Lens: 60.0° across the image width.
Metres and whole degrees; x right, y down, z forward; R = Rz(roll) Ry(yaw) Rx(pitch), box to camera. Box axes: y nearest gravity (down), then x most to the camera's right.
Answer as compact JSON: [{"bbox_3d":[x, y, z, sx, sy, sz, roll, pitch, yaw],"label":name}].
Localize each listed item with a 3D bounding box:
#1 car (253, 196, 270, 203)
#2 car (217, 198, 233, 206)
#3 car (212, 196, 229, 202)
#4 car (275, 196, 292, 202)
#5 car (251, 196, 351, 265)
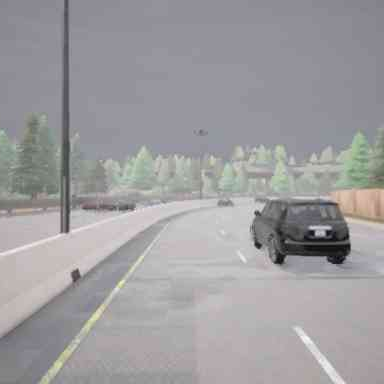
[{"bbox_3d":[15.313,1.612,73.056,1.837,1.490,4.892,0,0,33],"label":"car"},{"bbox_3d":[5.698,1.696,56.936,1.812,1.442,4.674,0,0,22],"label":"car"},{"bbox_3d":[6.823,1.646,79.117,2.128,1.511,4.902,0,0,33],"label":"car"},{"bbox_3d":[22.998,1.637,83.334,2.033,1.411,5.357,0,0,42],"label":"car"},{"bbox_3d":[3.597,1.258,12.007,2.150,2.045,5.566,0,0,0],"label":"car"}]
